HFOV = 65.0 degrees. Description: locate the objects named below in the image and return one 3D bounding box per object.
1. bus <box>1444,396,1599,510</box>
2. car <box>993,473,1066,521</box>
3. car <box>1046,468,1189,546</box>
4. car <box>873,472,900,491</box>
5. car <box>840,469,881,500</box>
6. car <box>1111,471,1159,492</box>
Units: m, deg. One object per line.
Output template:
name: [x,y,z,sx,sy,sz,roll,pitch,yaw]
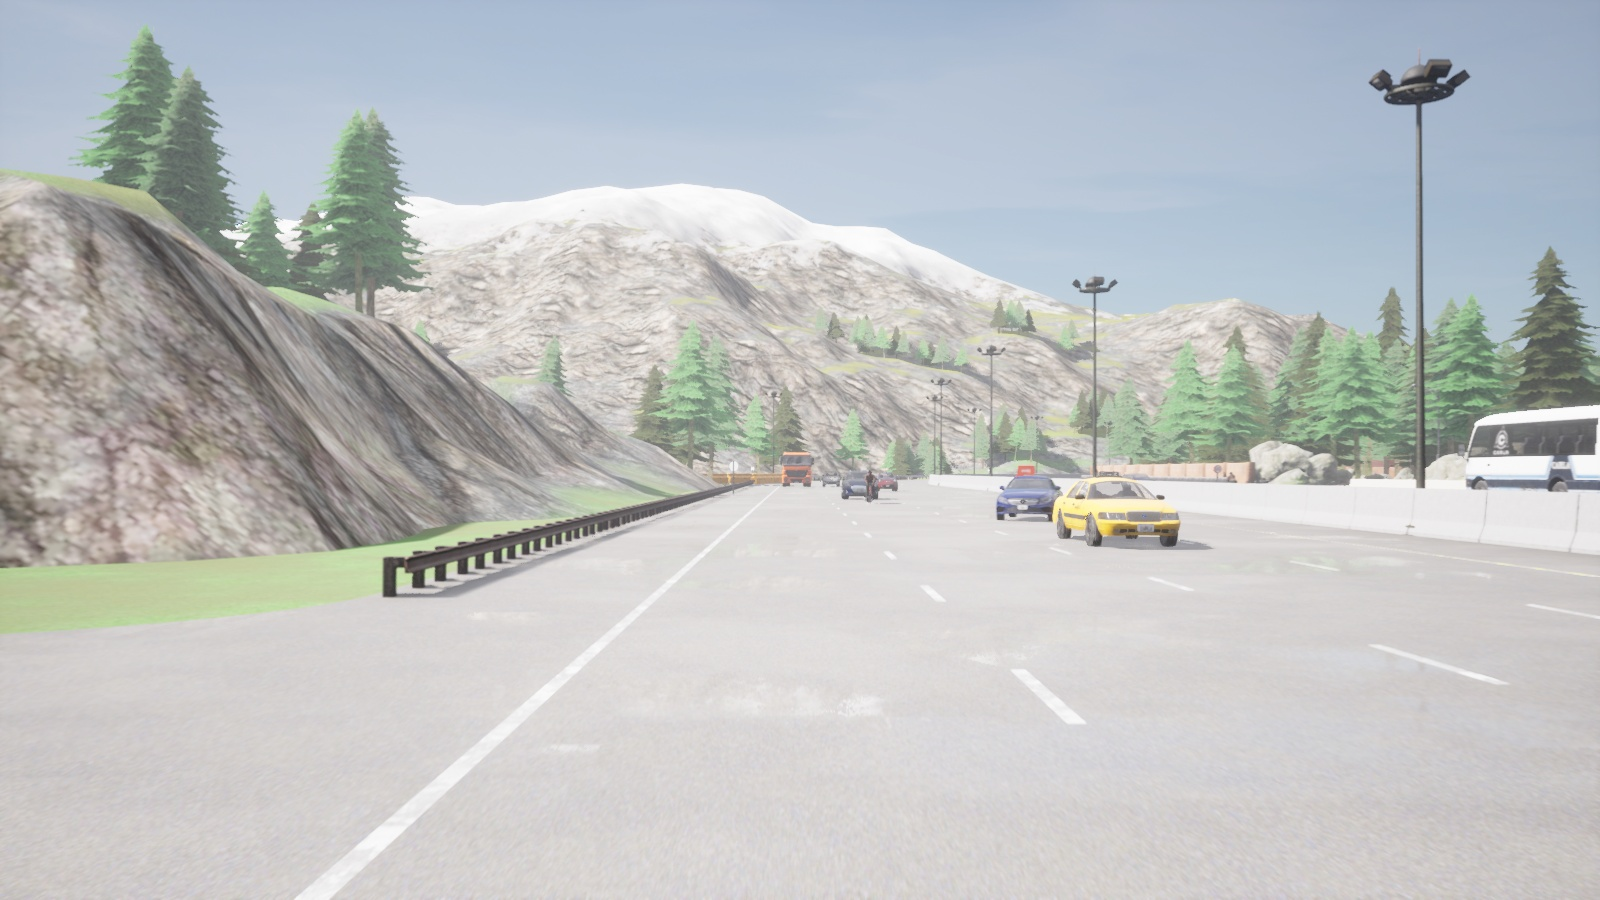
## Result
bus: [31.368,0.184,52.085,3.944,4.253,10.273,0,-1,0]
car: [7.594,1.499,41.182,1.812,1.442,4.674,-1,-1,17]
car: [6.932,1.195,28.003,1.801,1.575,5.366,0,-1,0]
car: [6.763,2.447,98.300,1.845,1.501,3.633,0,-1,0]
car: [3.331,1.902,69.906,2.033,1.649,4.856,0,-1,0]
car: [24.279,2.245,91.249,2.163,1.488,4.792,0,-1,0]
